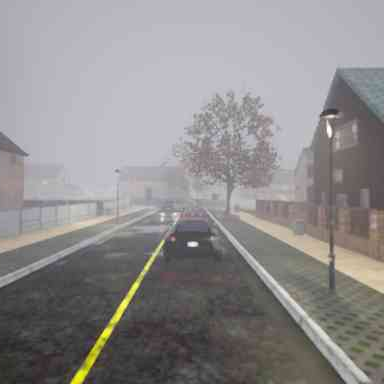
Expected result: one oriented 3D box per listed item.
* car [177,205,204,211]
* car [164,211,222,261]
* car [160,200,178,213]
[{"bbox_3d":[0.041,1.763,26.959,1.895,1.301,4.718,0,0,1],"label":"car"},{"bbox_3d":[0.047,1.636,12.554,1.994,1.385,4.181,0,0,1],"label":"car"},{"bbox_3d":[-2.790,1.765,41.376,1.837,1.490,4.892,0,-1,1],"label":"car"}]
